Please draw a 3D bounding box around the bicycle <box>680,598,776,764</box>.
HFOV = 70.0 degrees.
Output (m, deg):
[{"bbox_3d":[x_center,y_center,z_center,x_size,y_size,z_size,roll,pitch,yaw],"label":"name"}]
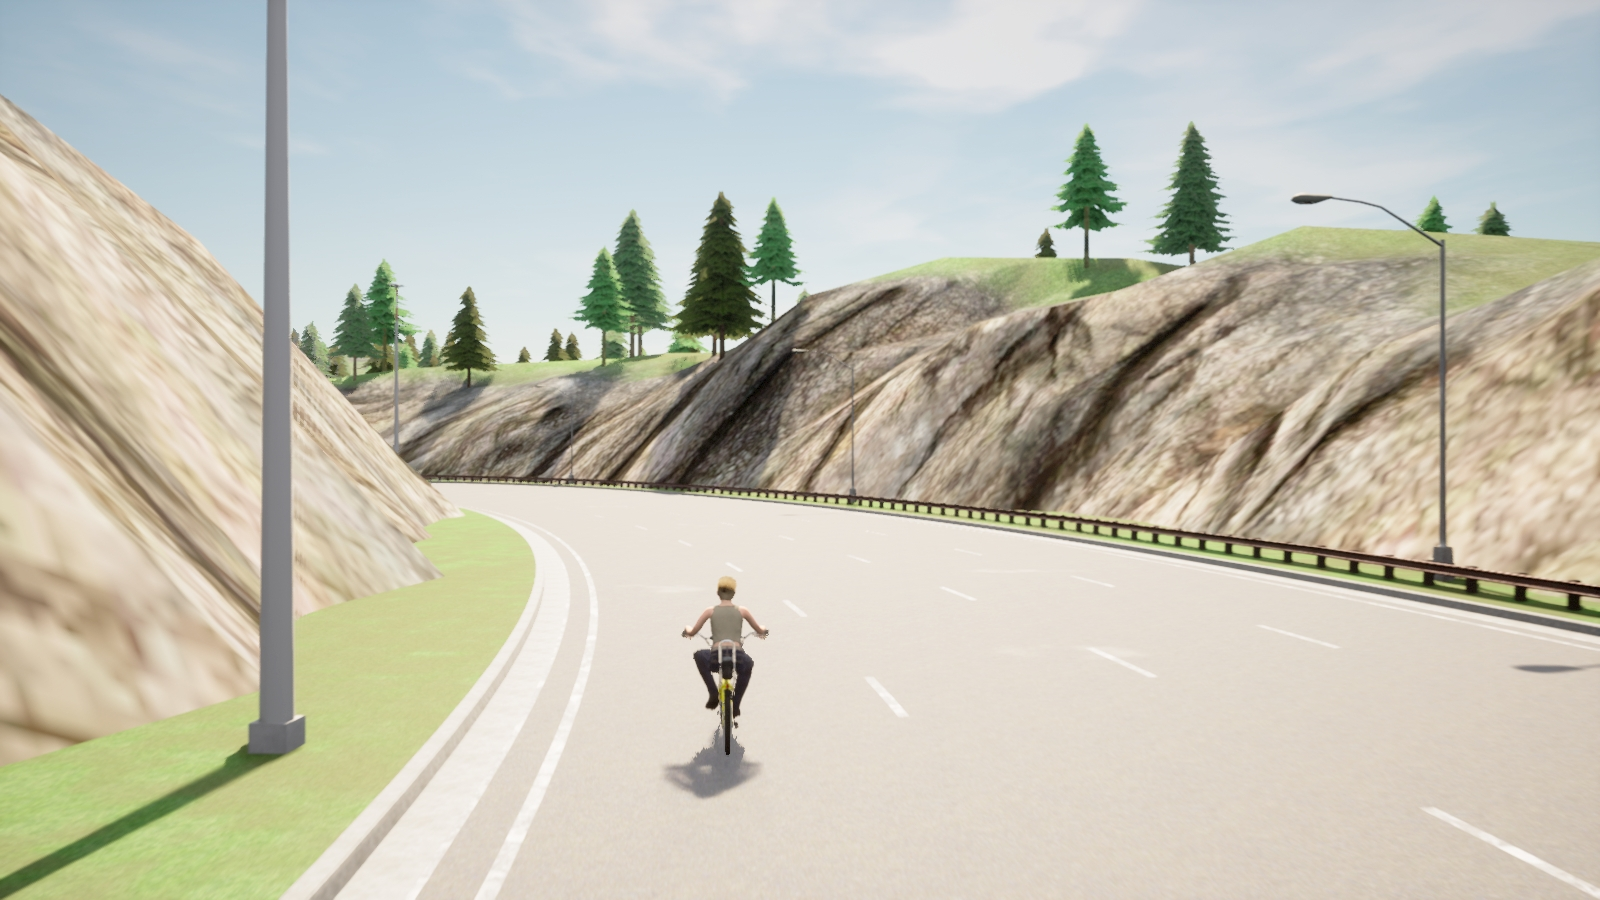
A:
[{"bbox_3d":[-0.707,2.159,10.954,0.859,1.276,1.487,0,0,-5],"label":"bicycle"}]
